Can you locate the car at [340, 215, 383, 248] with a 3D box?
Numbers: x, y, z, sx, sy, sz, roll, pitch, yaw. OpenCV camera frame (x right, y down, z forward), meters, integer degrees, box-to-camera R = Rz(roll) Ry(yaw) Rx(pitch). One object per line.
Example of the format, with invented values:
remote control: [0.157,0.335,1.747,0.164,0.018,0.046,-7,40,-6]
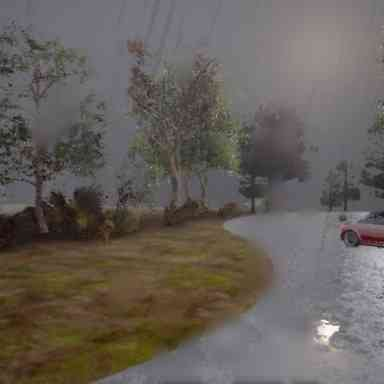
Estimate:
car: [8.026,1.571,12.925,1.994,1.385,4.181,0,0,-33]
